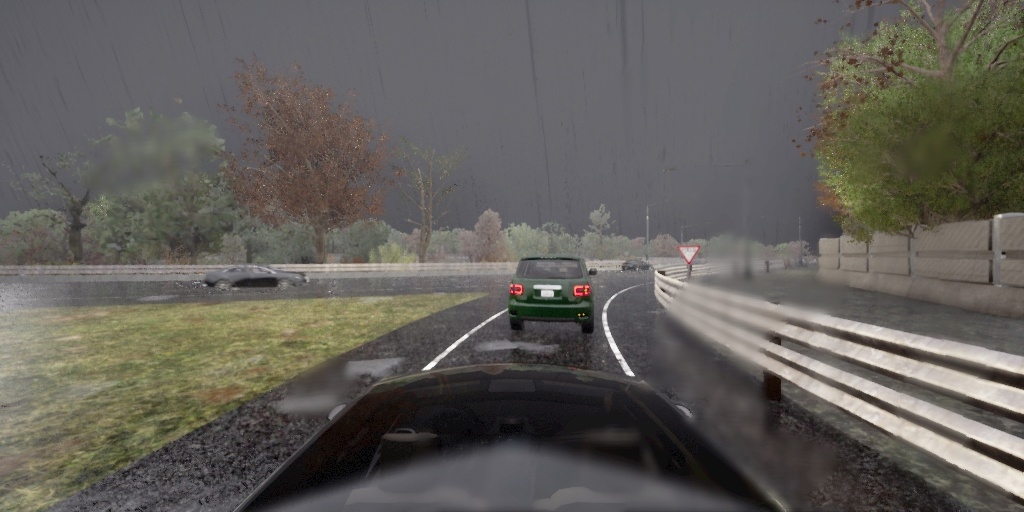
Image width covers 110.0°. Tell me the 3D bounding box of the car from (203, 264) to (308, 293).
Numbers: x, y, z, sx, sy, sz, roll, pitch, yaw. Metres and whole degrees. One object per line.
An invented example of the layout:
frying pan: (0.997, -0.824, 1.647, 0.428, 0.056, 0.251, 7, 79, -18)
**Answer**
car: (-14.473, 1.225, 20.487, 4.902, 1.511, 2.128, 0, 0, -20)

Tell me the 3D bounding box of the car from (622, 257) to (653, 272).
car: (15.625, 1.212, 44.707, 4.892, 1.490, 1.837, 0, 1, -39)

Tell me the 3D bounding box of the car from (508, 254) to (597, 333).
car: (1.368, 0.967, 10.967, 2.150, 2.045, 5.566, 0, 0, 12)
